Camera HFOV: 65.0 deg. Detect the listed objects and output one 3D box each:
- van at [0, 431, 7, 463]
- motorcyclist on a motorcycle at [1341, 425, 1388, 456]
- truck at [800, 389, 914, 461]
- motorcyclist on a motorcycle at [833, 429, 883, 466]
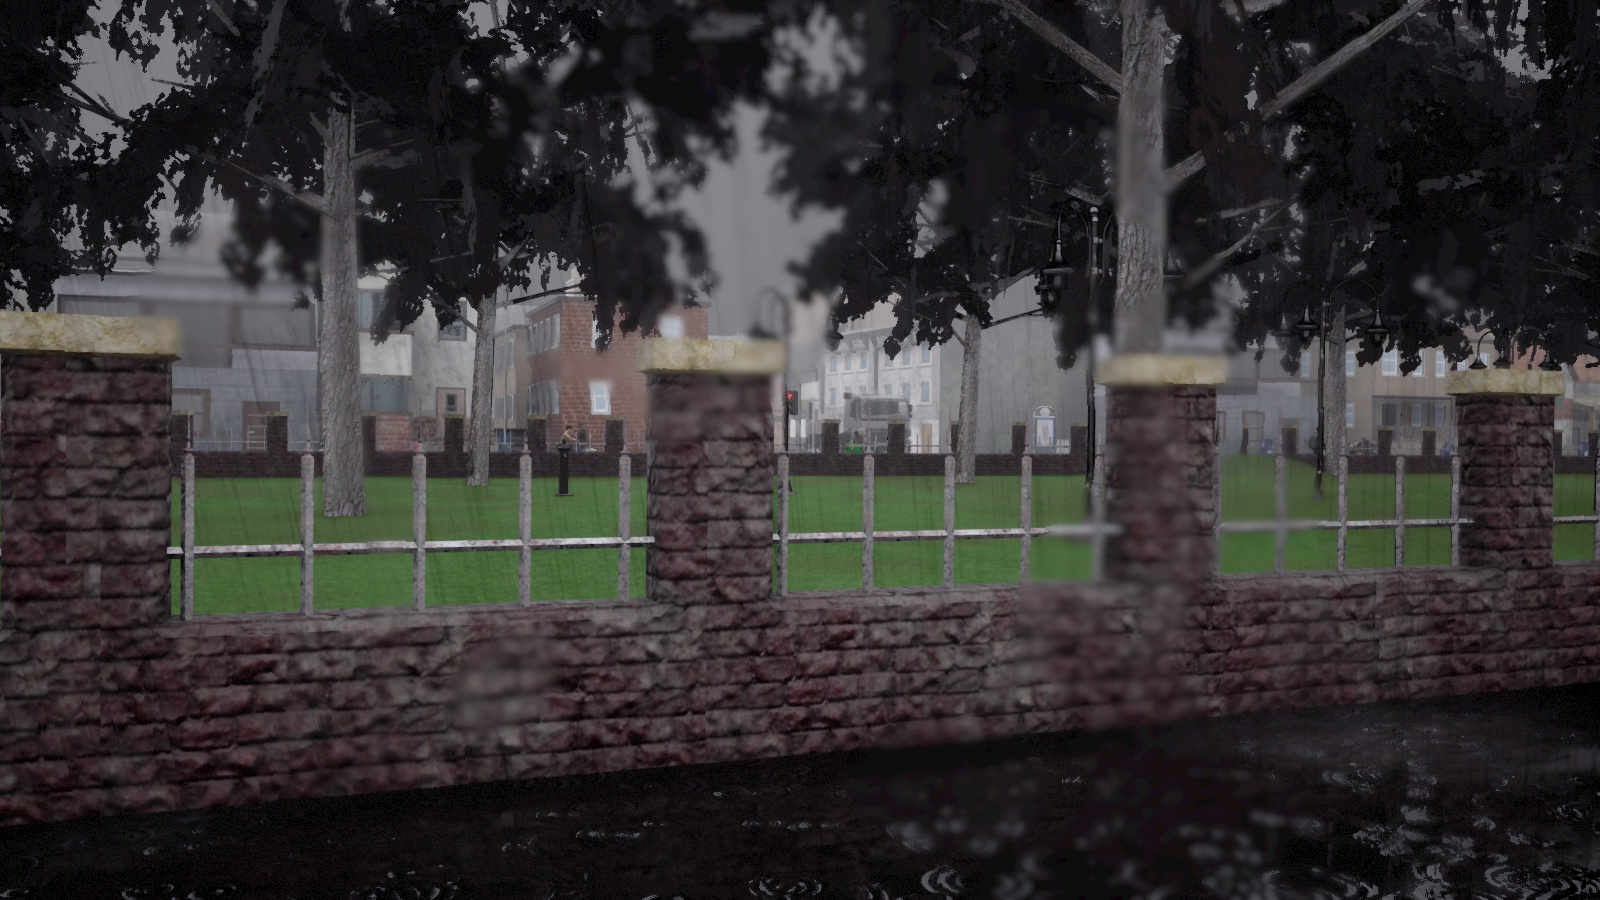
[{"bbox_3d":[-50.693,-0.168,77.829,1.775,1.987,4.442,-1,1,-21],"label":"van"},{"bbox_3d":[28.501,-0.507,63.443,2.191,1.530,0.866,-1,1,-21],"label":"motorcyclist on a motorcycle"},{"bbox_3d":[2.825,-1.273,65.042,2.891,3.462,7.936,-1,1,-21],"label":"truck"},{"bbox_3d":[2.473,-0.119,53.610,2.044,1.523,0.797,-1,-1,-39],"label":"motorcyclist on a motorcycle"}]
